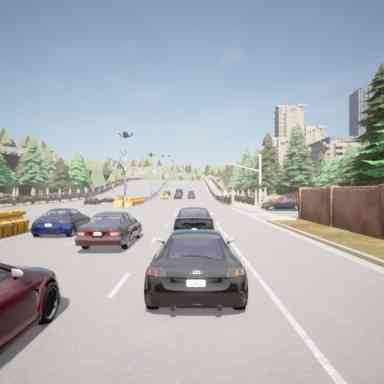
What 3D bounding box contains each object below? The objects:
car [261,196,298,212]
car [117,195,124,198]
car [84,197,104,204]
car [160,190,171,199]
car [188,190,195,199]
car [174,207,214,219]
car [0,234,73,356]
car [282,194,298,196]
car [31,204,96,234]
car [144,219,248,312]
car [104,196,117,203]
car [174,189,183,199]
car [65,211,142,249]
[{"bbox_3d":[10.594,1.491,39.103,4.902,1.511,2.128,0,0,-1],"label":"car"},{"bbox_3d":[-17.632,1.389,81.869,1.895,1.301,4.718,0,2,0],"label":"car"},{"bbox_3d":[-17.598,1.563,58.680,1.994,1.385,4.181,0,0,0],"label":"car"},{"bbox_3d":[-7.164,1.023,86.978,1.882,1.535,5.008,0,3,0],"label":"car"},{"bbox_3d":[-0.166,1.071,87.428,1.994,1.385,4.181,0,4,0],"label":"car"},{"bbox_3d":[0.090,1.477,16.803,1.882,1.535,5.008,0,0,0],"label":"car"},{"bbox_3d":[-3.404,1.564,4.469,1.994,1.385,4.181,0,0,0],"label":"car"},{"bbox_3d":[12.454,1.221,42.679,5.566,2.045,2.150,0,0,0],"label":"car"},{"bbox_3d":[-6.912,1.564,18.007,1.994,1.385,4.181,0,0,0],"label":"car"},{"bbox_3d":[0.091,1.564,7.813,1.994,1.385,4.181,0,0,1],"label":"car"},{"bbox_3d":[-17.554,1.594,68.750,1.895,1.301,4.718,0,0,0],"label":"car"},{"bbox_3d":[-3.663,0.903,86.963,2.097,1.767,4.553,0,3,0],"label":"car"},{"bbox_3d":[-3.403,1.547,14.446,2.033,1.411,5.357,0,0,0],"label":"car"}]
